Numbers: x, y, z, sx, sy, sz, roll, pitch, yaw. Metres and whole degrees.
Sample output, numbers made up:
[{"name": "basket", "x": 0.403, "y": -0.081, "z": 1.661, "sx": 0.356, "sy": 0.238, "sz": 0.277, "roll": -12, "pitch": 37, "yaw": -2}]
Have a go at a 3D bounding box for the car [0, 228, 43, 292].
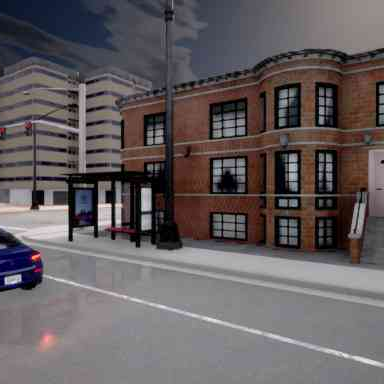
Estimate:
[{"name": "car", "x": -5.289, "y": 1.508, "z": 7.718, "sx": 4.674, "sy": 1.442, "sz": 1.812, "roll": 0, "pitch": 0, "yaw": 36}]
